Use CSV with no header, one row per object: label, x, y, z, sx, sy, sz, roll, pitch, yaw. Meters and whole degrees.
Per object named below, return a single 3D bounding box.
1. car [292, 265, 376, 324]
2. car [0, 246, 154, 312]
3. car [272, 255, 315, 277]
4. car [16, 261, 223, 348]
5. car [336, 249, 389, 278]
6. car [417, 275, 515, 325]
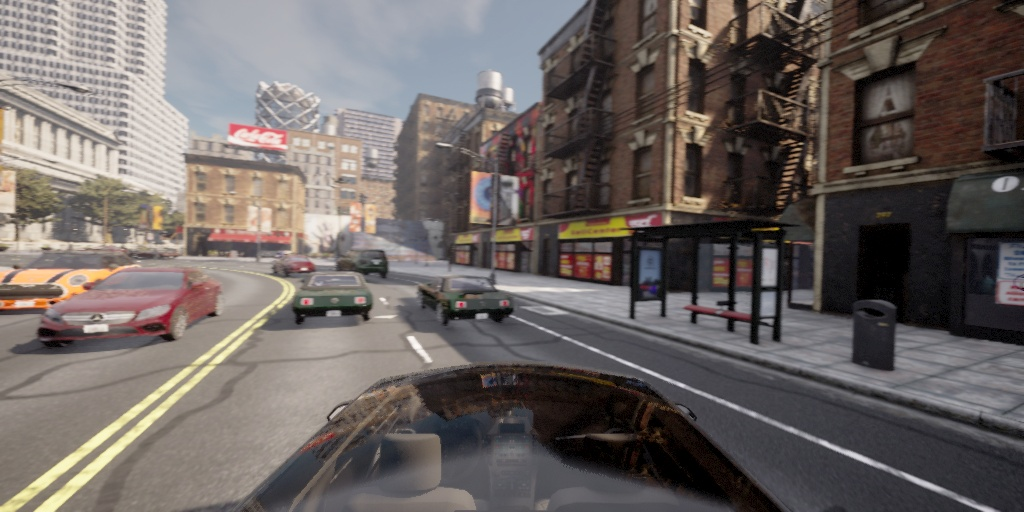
car,-5.458,1.127,11.076,1.895,1.301,4.718,2,0,-26
car,-13.713,0.618,11.293,2.097,1.767,4.553,2,0,-29
car,-15.482,0.656,25.475,4.674,1.442,1.812,2,0,44
car,-8.354,0.976,8.420,1.812,1.442,4.674,2,0,-26
car,-10.758,0.498,25.706,2.150,2.045,5.566,2,0,-42
car,-1.714,1.242,11.364,1.895,1.301,4.718,2,0,-25
